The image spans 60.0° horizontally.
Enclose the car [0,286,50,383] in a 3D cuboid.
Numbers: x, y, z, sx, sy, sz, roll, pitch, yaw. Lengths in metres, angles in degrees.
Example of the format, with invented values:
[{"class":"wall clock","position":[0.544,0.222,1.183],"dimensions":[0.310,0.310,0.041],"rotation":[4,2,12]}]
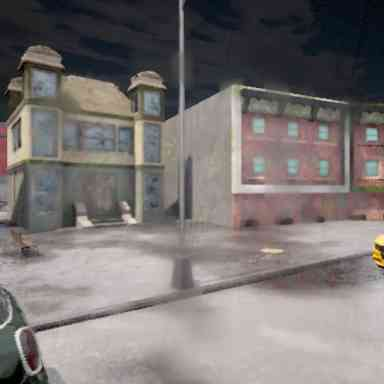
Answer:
[{"class":"car","position":[-3.442,1.359,2.144],"dimensions":[4.553,1.767,2.097],"rotation":[0,0,-35]}]

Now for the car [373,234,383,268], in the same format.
[{"class":"car","position":[7.364,1.424,9.811],"dimensions":[5.008,1.535,1.882],"rotation":[-1,0,-33]}]
